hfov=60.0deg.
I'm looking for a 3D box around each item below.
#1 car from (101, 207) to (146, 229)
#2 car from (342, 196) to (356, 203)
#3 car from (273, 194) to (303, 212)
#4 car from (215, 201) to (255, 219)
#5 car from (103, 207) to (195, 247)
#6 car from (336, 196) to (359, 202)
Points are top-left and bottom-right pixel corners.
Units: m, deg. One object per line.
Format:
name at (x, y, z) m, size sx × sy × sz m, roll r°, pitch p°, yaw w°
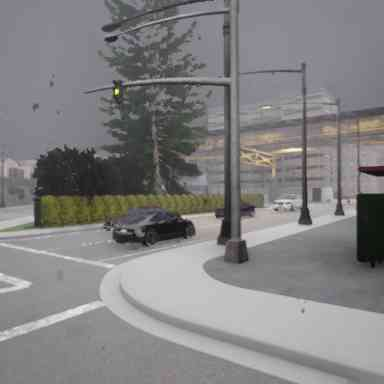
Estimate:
car at (-2.809, 1.607, 20.101) m, size 2.033 × 1.411 × 5.357 m, roll -1°, pitch 0°, yaw 36°
car at (31.805, 1.529, 68.045) m, size 4.974 × 1.542 × 2.038 m, roll 0°, pitch 0°, yaw -29°
car at (11.661, 1.285, 40.017) m, size 2.150 × 2.045 × 5.566 m, roll -1°, pitch 0°, yaw 36°
car at (3.847, 1.541, 29.294) m, size 1.882 × 1.535 × 5.008 m, roll -1°, pitch 0°, yaw 36°
car at (-1.658, 1.587, 15.376) m, size 1.994 × 1.385 × 4.181 m, roll -1°, pitch 0°, yaw 36°
car at (31.849, 1.371, 68.071) m, size 4.536 × 1.218 × 1.853 m, roll 0°, pitch 0°, yaw -29°
